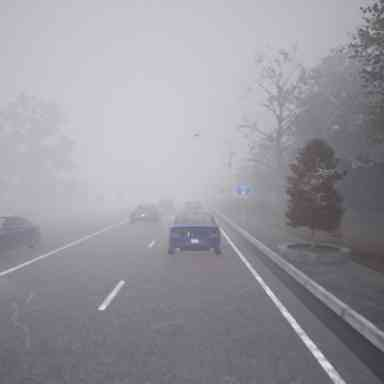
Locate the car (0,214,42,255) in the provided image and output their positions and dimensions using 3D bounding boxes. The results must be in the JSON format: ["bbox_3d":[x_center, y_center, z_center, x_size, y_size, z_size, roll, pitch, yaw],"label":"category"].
[{"bbox_3d":[-7.111,1.550,11.983,1.812,1.442,4.674,0,0,0],"label":"car"}]

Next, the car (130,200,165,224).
[{"bbox_3d":[-3.402,1.586,25.195,1.994,1.385,4.181,0,0,0],"label":"car"}]

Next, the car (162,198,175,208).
[{"bbox_3d":[-3.370,1.516,44.241,1.994,1.385,4.181,0,0,0],"label":"car"}]

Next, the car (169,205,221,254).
[{"bbox_3d":[0.099,1.505,13.698,1.882,1.535,5.008,0,0,0],"label":"car"}]

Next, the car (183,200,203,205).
[{"bbox_3d":[0.097,1.549,33.479,2.033,1.411,5.357,0,0,0],"label":"car"}]
